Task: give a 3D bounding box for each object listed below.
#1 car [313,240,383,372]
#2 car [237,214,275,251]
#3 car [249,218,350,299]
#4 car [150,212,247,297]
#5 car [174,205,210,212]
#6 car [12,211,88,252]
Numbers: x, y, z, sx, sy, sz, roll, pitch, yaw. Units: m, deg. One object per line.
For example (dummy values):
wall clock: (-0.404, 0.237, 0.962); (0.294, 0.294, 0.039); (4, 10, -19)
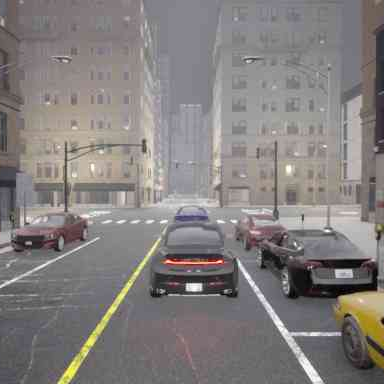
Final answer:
car: (2.855, 1.524, 2.888); (1.752, 1.417, 4.829); (-1, 0, 0)
car: (2.829, 1.578, 13.890); (1.802, 1.307, 4.206); (-1, 0, 0)
car: (2.843, 1.564, 8.305); (1.947, 1.339, 4.313); (-1, 0, 0)
car: (0.046, 1.503, 8.533); (1.837, 1.490, 4.892); (0, 0, 0)
car: (-0.011, 1.472, 18.483); (1.882, 1.535, 5.008); (0, 0, 0)
car: (-5.716, 1.541, 13.867); (1.887, 1.381, 4.507); (-1, 0, 0)
